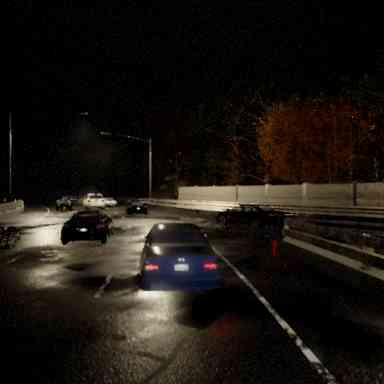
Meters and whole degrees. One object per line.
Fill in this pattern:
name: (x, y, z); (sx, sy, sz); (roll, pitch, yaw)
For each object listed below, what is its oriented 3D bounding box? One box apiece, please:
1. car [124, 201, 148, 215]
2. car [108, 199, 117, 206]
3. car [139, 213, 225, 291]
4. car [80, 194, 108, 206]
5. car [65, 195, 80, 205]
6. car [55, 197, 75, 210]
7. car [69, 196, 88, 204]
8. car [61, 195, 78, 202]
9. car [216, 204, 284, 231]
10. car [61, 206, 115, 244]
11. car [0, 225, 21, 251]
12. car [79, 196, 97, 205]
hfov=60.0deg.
car: (-5.861, 1.603, 34.502); (1.994, 1.385, 4.181); (0, 0, -17)
car: (-13.227, 1.660, 51.667); (1.895, 1.301, 4.718); (0, 0, -28)
car: (-0.456, 1.558, 9.139); (2.033, 1.411, 5.357); (0, 0, -6)
car: (-12.570, 1.270, 42.421); (2.150, 2.045, 5.566); (0, 0, -23)
car: (-21.722, 1.560, 59.330); (2.128, 1.511, 4.902); (0, 0, -33)
car: (-16.778, 1.651, 43.290); (1.895, 1.301, 4.718); (0, 0, -24)
car: (-23.077, 1.600, 67.383); (2.128, 1.511, 4.902); (0, 0, -39)
car: (-26.532, 1.462, 71.761); (1.812, 1.442, 4.674); (0, 0, -42)
car: (3.535, 1.515, 20.858); (2.128, 1.511, 4.902); (0, 0, -36)
car: (-4.921, 1.582, 16.029); (1.994, 1.385, 4.181); (0, 0, -9)
car: (-7.668, 1.560, 11.174); (2.033, 1.411, 5.357); (0, 0, -7)
car: (-19.435, 1.549, 62.062); (1.882, 1.535, 5.008); (0, 0, -33)
